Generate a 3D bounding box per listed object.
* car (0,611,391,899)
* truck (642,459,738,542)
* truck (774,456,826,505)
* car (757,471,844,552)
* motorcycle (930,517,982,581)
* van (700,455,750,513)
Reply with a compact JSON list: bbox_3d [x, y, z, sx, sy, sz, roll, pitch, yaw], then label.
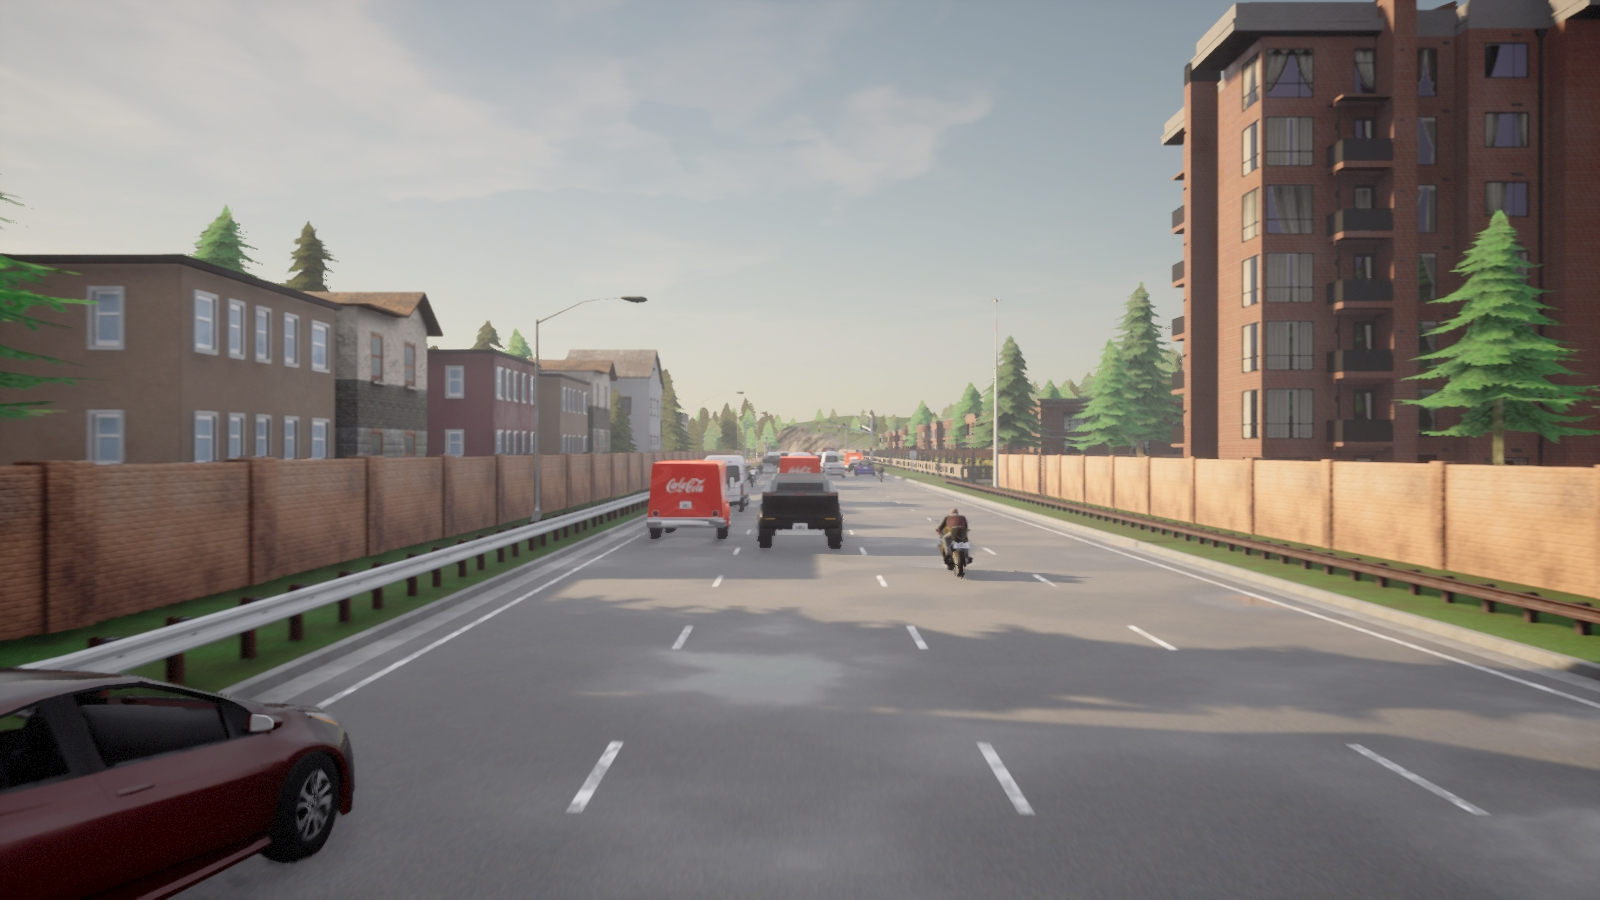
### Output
[{"bbox_3d":[-4.532,2.040,6.606,2.007,1.525,4.514,0,0,12],"label":"car"},{"bbox_3d":[-3.498,1.571,37.470,2.627,2.467,5.204,0,0,0],"label":"truck"},{"bbox_3d":[0.001,1.567,60.846,2.627,2.467,5.204,0,0,0],"label":"truck"},{"bbox_3d":[0.004,1.754,34.443,2.390,2.098,6.274,0,0,0],"label":"car"},{"bbox_3d":[3.502,2.205,25.837,0.867,1.251,2.209,0,0,0],"label":"motorcycle"},{"bbox_3d":[-3.504,1.535,54.421,1.988,2.561,5.915,0,0,0],"label":"van"}]
